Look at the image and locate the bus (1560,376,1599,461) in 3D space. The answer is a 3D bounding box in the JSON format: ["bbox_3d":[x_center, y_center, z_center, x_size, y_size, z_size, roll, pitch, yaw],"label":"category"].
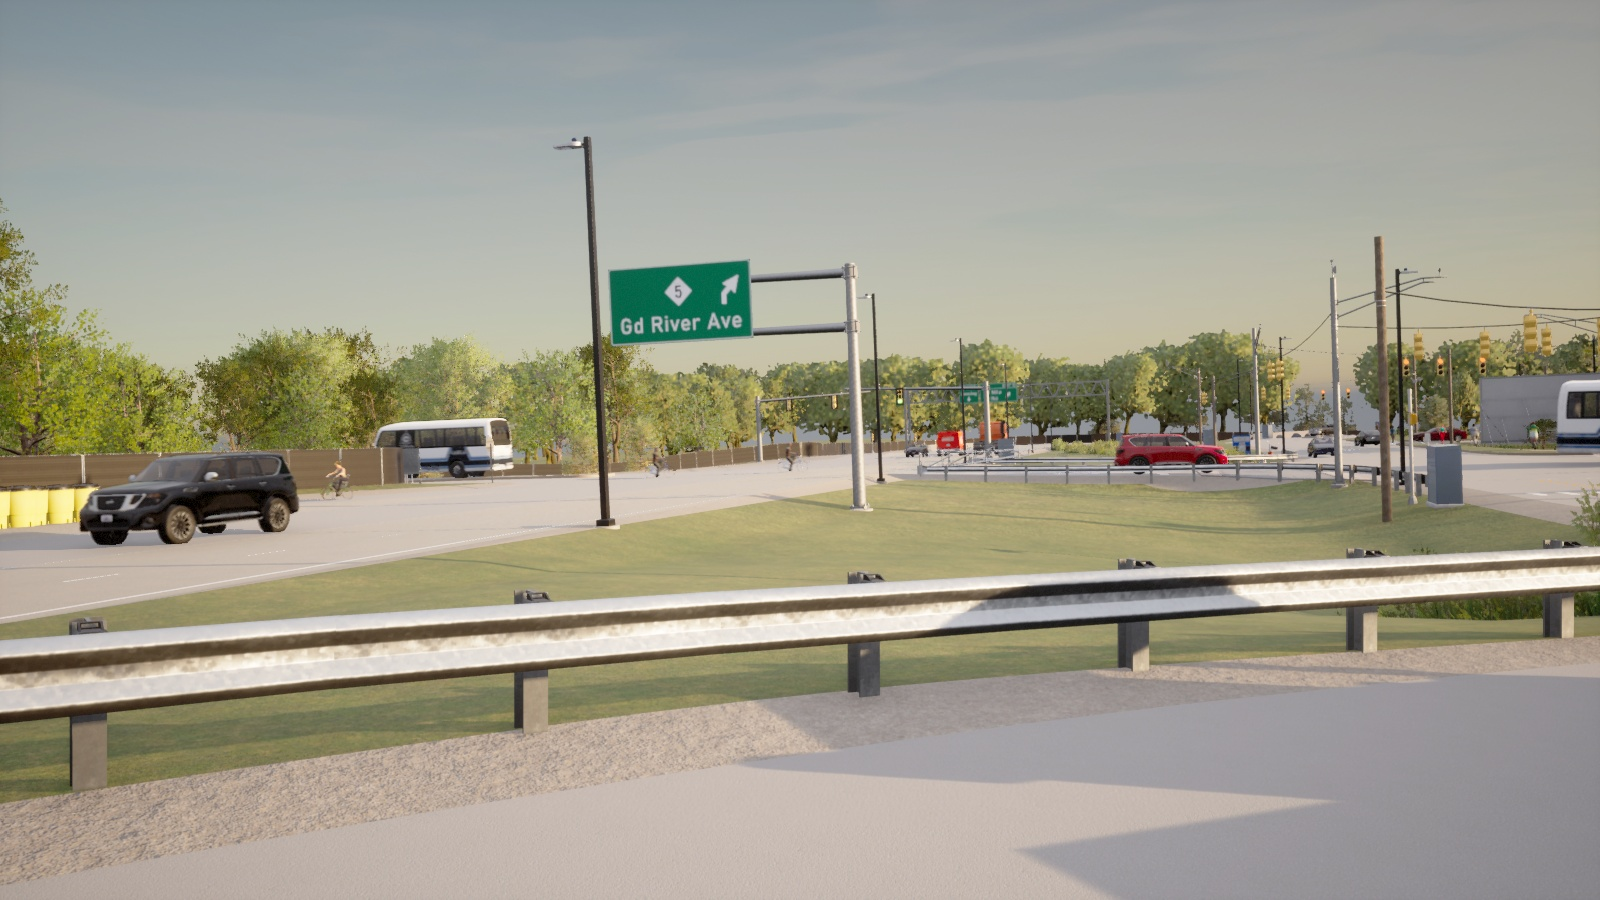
[{"bbox_3d":[43.968,-1.624,62.077,10.273,4.253,3.944,1,3,45],"label":"bus"}]

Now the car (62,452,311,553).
[{"bbox_3d":[-14.466,1.165,30.113,2.150,2.045,5.566,-2,0,15],"label":"car"}]

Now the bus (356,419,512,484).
[{"bbox_3d":[-26.746,0.114,91.912,10.273,4.253,3.944,-2,1,16],"label":"bus"}]

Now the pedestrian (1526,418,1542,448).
[{"bbox_3d":[49.204,-1.165,84.194,0.659,1.952,0.873,-2,2,16],"label":"pedestrian"}]

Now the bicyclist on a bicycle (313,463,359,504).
[{"bbox_3d":[-19.147,1.364,51.827,0.866,1.612,1.509,-2,0,33],"label":"bicyclist on a bicycle"}]

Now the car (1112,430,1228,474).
[{"bbox_3d":[18.899,0.090,64.236,5.566,2.045,2.150,-2,0,17],"label":"car"}]

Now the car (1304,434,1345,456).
[{"bbox_3d":[37.889,-0.357,90.900,2.033,1.411,5.357,-2,1,16],"label":"car"}]
